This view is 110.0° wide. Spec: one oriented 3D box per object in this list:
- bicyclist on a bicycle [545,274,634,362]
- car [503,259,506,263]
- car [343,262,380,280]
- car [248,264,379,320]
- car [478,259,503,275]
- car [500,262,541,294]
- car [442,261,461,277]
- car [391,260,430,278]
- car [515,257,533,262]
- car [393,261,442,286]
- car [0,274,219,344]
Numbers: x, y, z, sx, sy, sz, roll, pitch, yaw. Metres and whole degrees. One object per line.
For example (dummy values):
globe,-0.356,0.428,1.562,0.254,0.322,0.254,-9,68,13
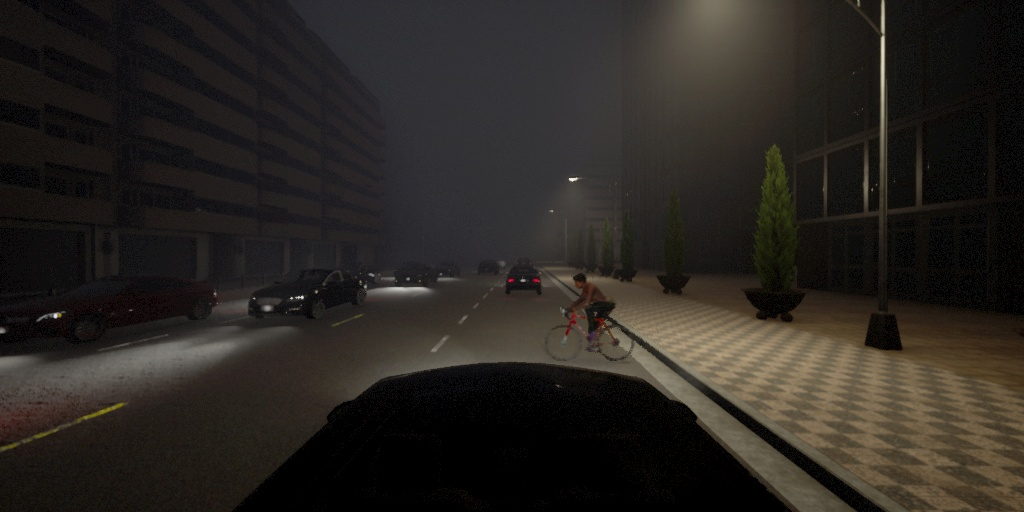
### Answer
bicyclist on a bicycle,1.429,1.155,6.647,1.656,1.620,0.582,-1,0,2
car,-1.821,1.089,50.731,1.812,1.442,4.674,0,0,2
car,-9.900,1.163,22.345,2.128,1.511,4.902,0,0,3
car,-6.806,1.200,12.538,2.128,1.511,4.902,0,0,2
car,-2.301,1.094,36.629,1.882,1.535,5.008,0,0,2
car,0.642,1.228,19.866,2.033,1.411,5.357,0,0,2
car,-6.017,1.175,33.520,2.033,1.411,5.357,0,0,2
car,-9.490,1.173,34.109,2.033,1.411,5.357,0,0,2
car,1.436,0.946,43.080,2.097,1.767,4.553,0,0,2
car,-6.319,1.228,24.018,1.994,1.385,4.181,0,0,2
car,-10.401,1.244,9.681,1.812,1.442,4.674,0,0,2
